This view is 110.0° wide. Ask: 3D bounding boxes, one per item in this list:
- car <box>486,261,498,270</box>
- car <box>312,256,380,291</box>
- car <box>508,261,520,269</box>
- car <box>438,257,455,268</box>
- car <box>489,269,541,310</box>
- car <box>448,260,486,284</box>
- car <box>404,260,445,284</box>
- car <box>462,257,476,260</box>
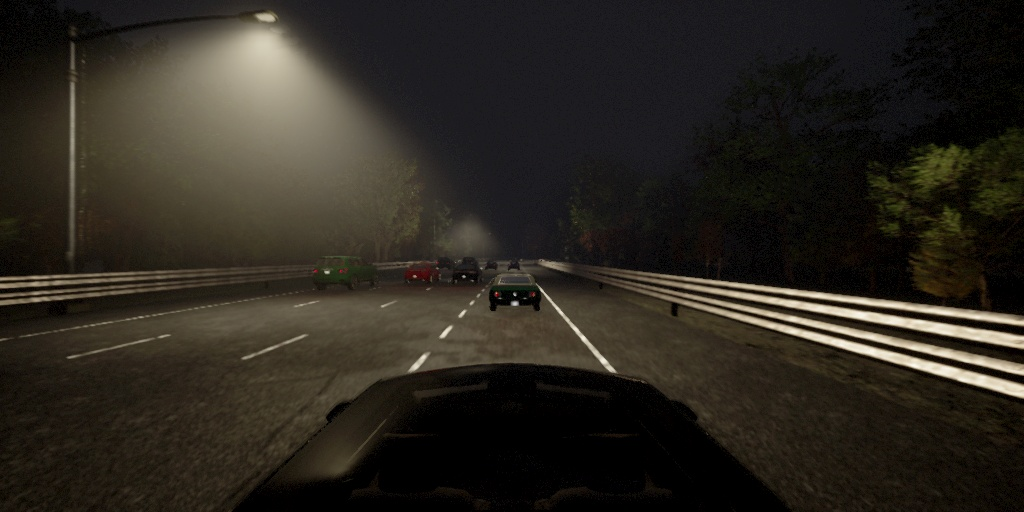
[{"bbox_3d":[-3.228,1.470,56.327,2.033,1.411,5.357,0,0,0],"label":"car"},{"bbox_3d":[-10.366,1.032,22.796,2.150,2.045,5.566,0,0,0],"label":"car"},{"bbox_3d":[0.275,1.470,56.252,2.033,1.411,5.357,0,0,0],"label":"car"},{"bbox_3d":[-10.237,1.141,55.549,2.150,2.045,5.566,0,0,0],"label":"car"},{"bbox_3d":[0.111,1.391,14.839,1.895,1.301,4.718,0,0,0],"label":"car"},{"bbox_3d":[-3.348,1.306,27.478,1.882,1.535,5.008,0,0,0],"label":"car"},{"bbox_3d":[-6.846,1.306,27.788,1.882,1.535,5.008,0,0,0],"label":"car"},{"bbox_3d":[-6.728,1.147,56.947,2.150,2.045,5.566,0,0,0],"label":"car"}]
